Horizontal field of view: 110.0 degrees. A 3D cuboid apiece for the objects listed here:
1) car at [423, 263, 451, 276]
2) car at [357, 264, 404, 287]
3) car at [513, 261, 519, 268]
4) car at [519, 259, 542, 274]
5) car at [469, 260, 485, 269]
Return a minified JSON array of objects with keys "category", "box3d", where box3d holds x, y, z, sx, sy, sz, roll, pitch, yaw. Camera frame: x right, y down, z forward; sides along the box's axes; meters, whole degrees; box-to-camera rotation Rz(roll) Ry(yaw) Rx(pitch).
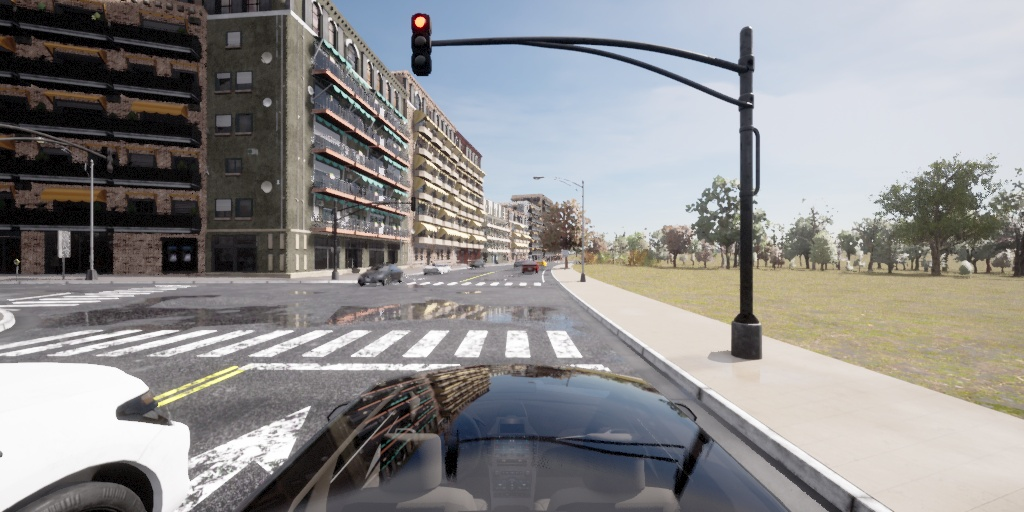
[{"category":"car","box3d":[-8.136,1.425,39.024,1.895,1.301,4.718,0,0,5]},{"category":"car","box3d":[-9.112,1.306,25.374,1.812,1.442,4.674,0,0,3]},{"category":"car","box3d":[1.431,1.426,63.841,2.128,1.511,4.902,0,0,9]},{"category":"car","box3d":[2.326,1.323,43.892,1.882,1.535,5.008,0,0,6]},{"category":"car","box3d":[-5.751,1.415,59.881,1.837,1.490,4.892,0,-1,8]}]
